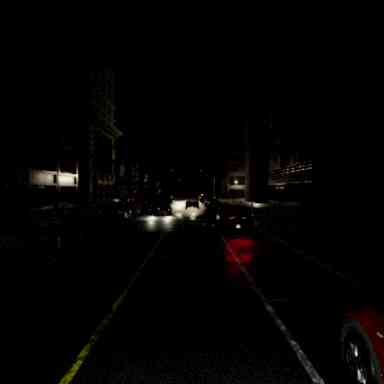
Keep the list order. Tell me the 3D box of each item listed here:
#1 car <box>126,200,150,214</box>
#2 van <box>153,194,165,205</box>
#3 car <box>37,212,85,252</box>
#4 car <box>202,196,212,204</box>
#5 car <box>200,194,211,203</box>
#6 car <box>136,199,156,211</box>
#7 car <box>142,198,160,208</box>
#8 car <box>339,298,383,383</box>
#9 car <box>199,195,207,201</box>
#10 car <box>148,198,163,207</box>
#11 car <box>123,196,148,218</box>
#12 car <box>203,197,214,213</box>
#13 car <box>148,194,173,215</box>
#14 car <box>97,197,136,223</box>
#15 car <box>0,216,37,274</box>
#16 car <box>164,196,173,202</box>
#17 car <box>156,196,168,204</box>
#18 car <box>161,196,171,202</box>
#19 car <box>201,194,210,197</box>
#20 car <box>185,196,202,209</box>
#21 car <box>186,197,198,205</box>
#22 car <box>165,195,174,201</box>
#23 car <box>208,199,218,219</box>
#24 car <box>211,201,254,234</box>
[{"bbox_3d":[-5.775,1.568,36.285,1.947,1.339,4.313,0,0,0],"label":"car"},{"bbox_3d":[-5.783,1.352,58.831,1.690,1.788,3.998,0,0,0],"label":"van"},{"bbox_3d":[-5.770,1.550,13.737,2.008,1.369,4.403,0,0,0],"label":"car"},{"bbox_3d":[2.746,1.587,47.566,1.802,1.307,4.206,0,0,0],"label":"car"},{"bbox_3d":[2.739,1.335,70.109,2.192,1.841,5.009,0,0,0],"label":"car"},{"bbox_3d":[-5.777,1.569,41.921,1.947,1.339,4.313,0,0,0],"label":"car"},{"bbox_3d":[-5.779,1.556,47.557,2.008,1.369,4.403,0,0,0],"label":"car"},{"bbox_3d":[2.758,1.440,2.474,1.967,1.590,4.097,0,0,0],"label":"car"},{"bbox_3d":[2.735,1.480,87.018,1.967,1.590,4.097,0,0,0],"label":"car"},{"bbox_3d":[-5.780,1.589,53.195,1.802,1.307,4.206,0,0,0],"label":"car"},{"bbox_3d":[-5.775,1.316,30.648,2.192,1.841,5.009,0,0,0],"label":"car"},{"bbox_3d":[2.748,1.585,41.929,1.802,1.307,4.206,0,0,0],"label":"car"},{"bbox_3d":[-3.108,1.226,33.849,2.150,2.045,5.566,0,0,0],"label":"car"},{"bbox_3d":[-5.773,1.440,25.011,1.967,1.590,4.097,0,0,0],"label":"car"},{"bbox_3d":[-5.768,1.524,7.932,1.752,1.417,4.829,0,0,0],"label":"car"},{"bbox_3d":[-5.788,1.599,81.377,1.947,1.339,4.313,0,0,0],"label":"car"},{"bbox_3d":[-5.783,1.541,64.297,1.752,1.417,4.829,0,0,0],"label":"car"},{"bbox_3d":[-5.786,1.592,75.741,1.947,1.339,4.313,0,0,0],"label":"car"},{"bbox_3d":[2.744,1.447,53.201,1.967,1.590,4.097,0,0,0],"label":"car"},{"bbox_3d":[0.047,1.605,45.315,1.895,1.301,4.718,0,0,0],"label":"car"},{"bbox_3d":[-0.016,1.558,58.913,2.033,1.411,5.357,0,0,0],"label":"car"},{"bbox_3d":[-5.790,1.591,87.014,2.008,1.369,4.403,0,0,0],"label":"car"},{"bbox_3d":[2.751,1.583,30.656,1.802,1.307,4.206,0,0,0],"label":"car"},{"bbox_3d":[2.350,1.504,19.354,1.837,1.490,4.892,0,0,0],"label":"car"}]
